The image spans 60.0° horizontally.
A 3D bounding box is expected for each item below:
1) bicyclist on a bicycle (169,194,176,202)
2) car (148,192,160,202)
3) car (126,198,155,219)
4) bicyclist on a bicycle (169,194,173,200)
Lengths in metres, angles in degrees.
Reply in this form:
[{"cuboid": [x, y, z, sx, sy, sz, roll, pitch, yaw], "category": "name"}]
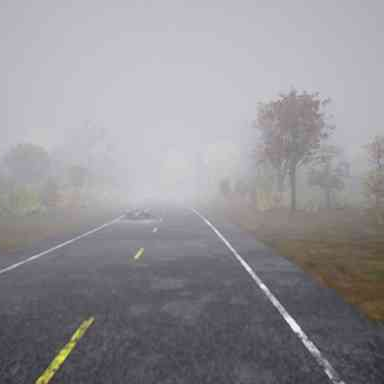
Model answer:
[{"cuboid": [-3.775, 1.222, 69.676, 0.866, 1.612, 1.509, 0, 0, -8], "category": "bicyclist on a bicycle"}, {"cuboid": [-8.250, 1.290, 69.495, 1.812, 1.442, 4.674, 0, 0, -8], "category": "car"}, {"cuboid": [-4.444, 1.476, 28.278, 1.812, 1.442, 4.674, 0, 0, -3], "category": "car"}, {"cuboid": [-5.054, 1.174, 78.630, 0.866, 1.612, 1.509, 0, 0, -9], "category": "bicyclist on a bicycle"}]
